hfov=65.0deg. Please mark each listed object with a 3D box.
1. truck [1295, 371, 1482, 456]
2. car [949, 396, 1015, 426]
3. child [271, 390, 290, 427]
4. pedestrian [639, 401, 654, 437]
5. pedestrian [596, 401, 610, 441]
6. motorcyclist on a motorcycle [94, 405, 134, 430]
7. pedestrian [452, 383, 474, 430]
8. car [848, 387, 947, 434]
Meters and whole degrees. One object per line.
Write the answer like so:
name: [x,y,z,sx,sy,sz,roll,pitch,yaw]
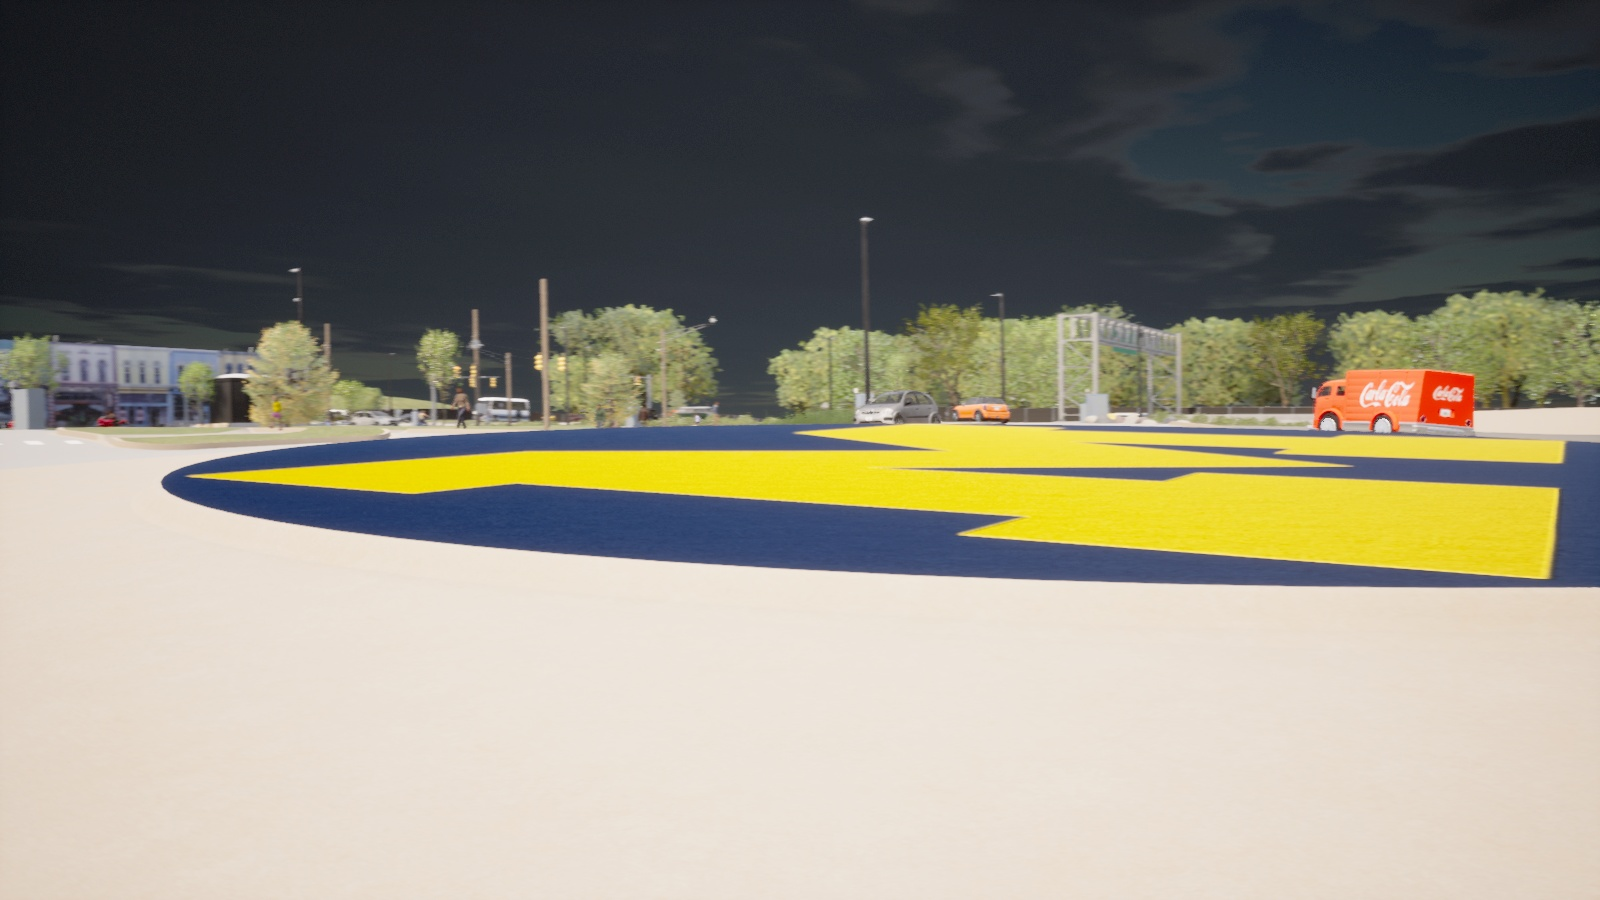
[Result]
truck: [19.551,-1.247,42.054,2.627,2.467,5.204,4,1,-18]
car: [11.537,-2.485,79.895,2.097,1.767,4.553,2,1,-21]
child: [-16.301,-1.300,39.427,0.299,1.160,0.473,-1,1,14]
pedestrian: [-7.882,-1.589,64.447,0.431,1.840,0.703,-1,1,29]
pedestrian: [-9.176,-1.341,58.491,0.353,1.847,0.614,-1,1,24]
motorcyclist on a motorcycle: [-42.269,-2.006,77.427,0.797,1.523,2.044,-1,0,30]
pedestrian: [-13.166,-1.695,49.109,0.328,1.805,0.869,-1,1,22]
car: [3.619,-1.403,46.021,1.851,1.617,3.988,-1,0,35]
